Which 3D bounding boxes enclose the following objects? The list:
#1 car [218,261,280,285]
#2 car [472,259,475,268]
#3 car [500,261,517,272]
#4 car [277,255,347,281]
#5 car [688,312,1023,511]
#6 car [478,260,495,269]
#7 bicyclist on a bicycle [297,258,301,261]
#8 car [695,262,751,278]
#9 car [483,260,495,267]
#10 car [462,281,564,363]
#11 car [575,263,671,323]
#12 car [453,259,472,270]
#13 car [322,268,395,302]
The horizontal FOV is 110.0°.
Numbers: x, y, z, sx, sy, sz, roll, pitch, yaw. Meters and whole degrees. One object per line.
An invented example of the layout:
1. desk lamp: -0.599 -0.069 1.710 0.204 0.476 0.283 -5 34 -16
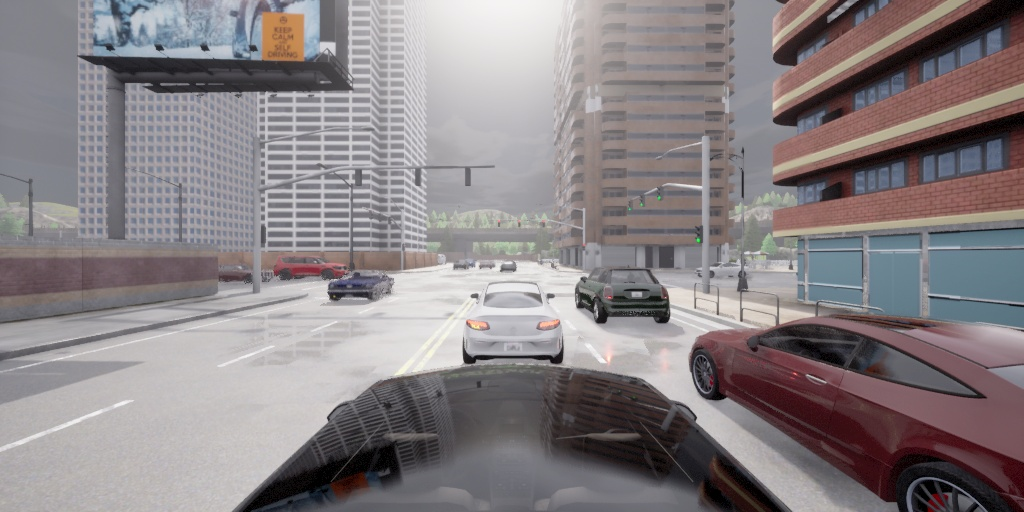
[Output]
1. car: -19.786 1.276 25.777 4.674 1.442 1.812 0 0 0
2. car: -7.549 1.228 62.991 1.882 1.535 5.008 0 0 0
3. car: -0.458 1.314 46.863 1.994 1.385 4.181 0 0 3
4. car: -16.445 0.971 29.436 5.566 2.045 2.150 0 0 -3
5. car: 3.580 1.276 3.482 1.812 1.442 4.674 0 0 0
6. car: -4.012 1.276 55.012 1.812 1.442 4.674 0 0 -1
7. bicyclist on a bicycle: -25.974 1.051 43.748 0.582 1.620 1.656 0 0 0
8. car: 19.387 1.276 33.064 4.674 1.442 1.812 0 0 0
9. car: -4.052 1.351 64.993 1.895 1.301 4.718 0 0 0
10. car: 0.017 1.276 7.986 1.812 1.442 4.674 0 0 0
11. car: 3.499 1.102 12.201 2.097 1.767 4.553 0 0 0
12. car: -7.498 1.228 52.970 1.882 1.535 5.008 0 0 0
13. car: -7.040 1.351 17.212 1.895 1.301 4.718 0 0 -6
